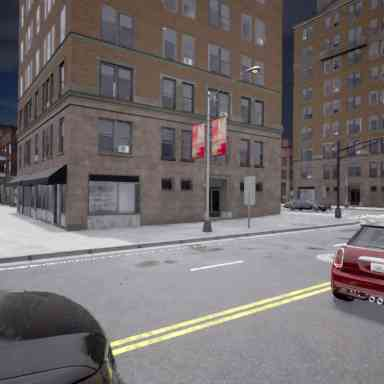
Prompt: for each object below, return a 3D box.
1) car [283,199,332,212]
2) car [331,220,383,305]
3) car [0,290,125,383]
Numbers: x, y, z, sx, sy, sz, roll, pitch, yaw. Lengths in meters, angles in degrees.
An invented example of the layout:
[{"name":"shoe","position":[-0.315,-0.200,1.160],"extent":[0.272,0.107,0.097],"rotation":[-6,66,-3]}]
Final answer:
[{"name":"car","position":[12.900,1.472,37.464],"extent":[2.033,1.411,5.357],"rotation":[1,0,-36]},{"name":"car","position":[5.017,1.356,7.104],"extent":[4.553,1.767,2.097],"rotation":[0,0,-36]},{"name":"car","position":[-2.978,1.221,1.309],"extent":[5.566,2.045,2.150],"rotation":[0,0,-36]}]
